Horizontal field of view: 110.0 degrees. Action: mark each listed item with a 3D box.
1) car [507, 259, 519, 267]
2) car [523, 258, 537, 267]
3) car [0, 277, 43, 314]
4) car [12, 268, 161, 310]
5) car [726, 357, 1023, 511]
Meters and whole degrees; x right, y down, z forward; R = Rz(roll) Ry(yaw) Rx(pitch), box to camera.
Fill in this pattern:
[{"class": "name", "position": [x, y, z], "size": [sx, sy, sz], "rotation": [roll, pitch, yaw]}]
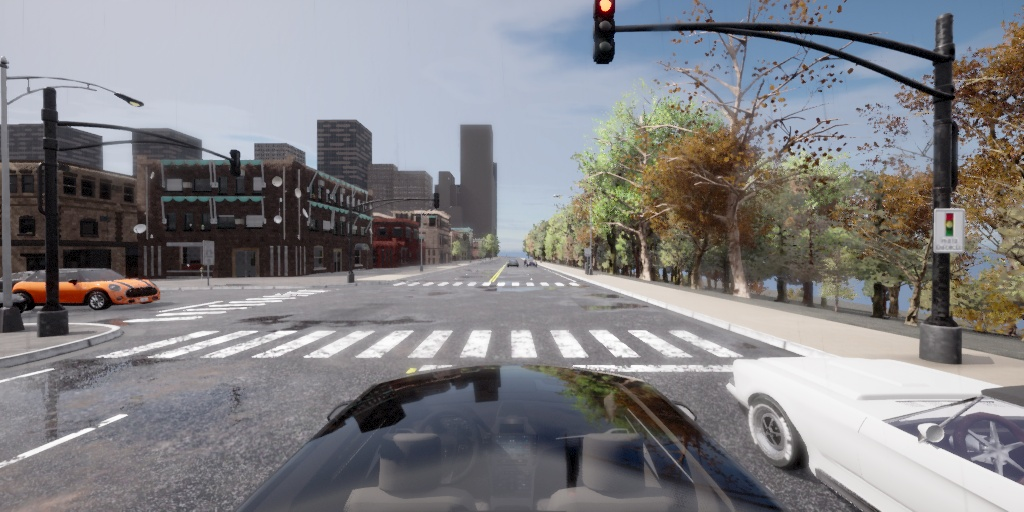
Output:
[{"class": "car", "position": [0.160, 1.290, 63.407], "size": [1.994, 1.385, 4.181], "rotation": [0, 0, 1]}, {"class": "car", "position": [3.422, 1.327, 63.685], "size": [1.895, 1.301, 4.718], "rotation": [0, 0, 0]}, {"class": "car", "position": [-19.935, 1.565, 12.550], "size": [4.313, 1.339, 1.948], "rotation": [0, 0, 0]}, {"class": "car", "position": [-17.965, 1.301, 15.284], "size": [4.553, 1.767, 2.097], "rotation": [-1, 1, -1]}, {"class": "car", "position": [3.350, 1.351, 1.900], "size": [1.895, 1.301, 4.718], "rotation": [0, 0, 0]}]
